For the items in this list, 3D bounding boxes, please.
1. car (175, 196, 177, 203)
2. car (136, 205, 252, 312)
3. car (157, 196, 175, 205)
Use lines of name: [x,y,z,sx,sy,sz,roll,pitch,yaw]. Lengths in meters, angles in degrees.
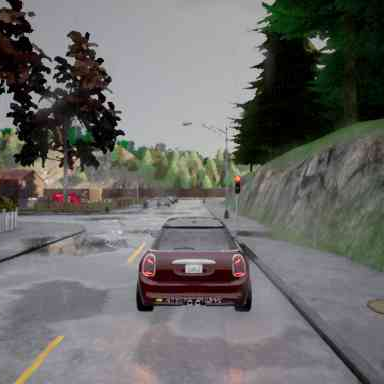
car: [-4.064,1.526,59.090,1.812,1.442,4.674,0,0,0]
car: [0.055,1.352,7.891,2.097,1.767,4.553,0,0,1]
car: [-4.087,1.491,49.060,2.128,1.511,4.902,0,0,0]
